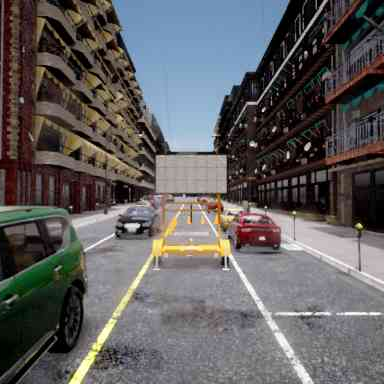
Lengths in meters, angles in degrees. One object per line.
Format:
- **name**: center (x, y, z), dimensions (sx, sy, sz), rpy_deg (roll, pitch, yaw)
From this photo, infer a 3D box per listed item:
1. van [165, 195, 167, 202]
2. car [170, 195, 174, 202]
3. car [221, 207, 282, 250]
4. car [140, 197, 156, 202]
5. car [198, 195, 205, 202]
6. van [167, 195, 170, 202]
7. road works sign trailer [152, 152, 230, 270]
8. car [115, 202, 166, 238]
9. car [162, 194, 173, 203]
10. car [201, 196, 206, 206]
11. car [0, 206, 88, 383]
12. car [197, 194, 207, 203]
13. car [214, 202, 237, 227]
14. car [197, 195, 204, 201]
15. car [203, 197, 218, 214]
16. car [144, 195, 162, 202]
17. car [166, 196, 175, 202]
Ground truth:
- **van**: center (-5.399, 1.452, 53.097), dimensions (1.690, 1.788, 3.998), rpy_deg (2, 0, 0)
- **car**: center (-5.434, 1.492, 69.690), dimensions (2.192, 1.841, 5.009), rpy_deg (1, 0, 0)
- **car**: center (2.557, 1.561, 14.337), dimensions (1.887, 1.381, 4.507), rpy_deg (1, 0, 0)
- **car**: center (-5.369, 1.588, 36.336), dimensions (1.752, 1.417, 4.829), rpy_deg (2, 0, 0)
- **car**: center (2.464, 1.676, 58.583), dimensions (1.887, 1.381, 4.507), rpy_deg (1, 0, 0)
- **van**: center (-5.411, 1.473, 58.629), dimensions (1.690, 1.788, 3.998), rpy_deg (1, 0, 0)
- **road works sign trailer**: center (-0.022, 0.475, 10.998), dimensions (2.380, 3.560, 2.880), rpy_deg (0, 0, 0)
- **car**: center (-2.788, 1.513, 17.818), dimensions (2.128, 1.511, 4.902), rpy_deg (0, 0, 0)
- **car**: center (-5.445, 1.516, 75.219), dimensions (2.192, 1.841, 5.009), rpy_deg (1, 0, 0)
- **car**: center (2.499, 1.628, 41.991), dimensions (2.008, 1.369, 4.403), rpy_deg (1, 0, 0)
- **car**: center (-2.751, 1.224, 3.226), dimensions (2.150, 2.045, 5.566), rpy_deg (0, 0, 0)
- **car**: center (2.389, 1.541, 80.707), dimensions (2.192, 1.841, 5.009), rpy_deg (1, 0, 0)
- **car**: center (2.545, 1.551, 20.039), dimensions (1.752, 1.417, 4.829), rpy_deg (1, 0, 0)
- **car**: center (2.362, 1.723, 91.770), dimensions (1.967, 1.590, 4.097), rpy_deg (1, 0, 0)
- **car**: center (2.510, 1.608, 36.459), dimensions (1.887, 1.381, 4.507), rpy_deg (1, 0, 0)
- **car**: center (-5.375, 1.393, 42.038), dimensions (2.192, 1.841, 5.009), rpy_deg (2, 0, 0)
- **car**: center (-5.475, 1.819, 86.281), dimensions (1.947, 1.339, 4.313), rpy_deg (1, 0, 0)
